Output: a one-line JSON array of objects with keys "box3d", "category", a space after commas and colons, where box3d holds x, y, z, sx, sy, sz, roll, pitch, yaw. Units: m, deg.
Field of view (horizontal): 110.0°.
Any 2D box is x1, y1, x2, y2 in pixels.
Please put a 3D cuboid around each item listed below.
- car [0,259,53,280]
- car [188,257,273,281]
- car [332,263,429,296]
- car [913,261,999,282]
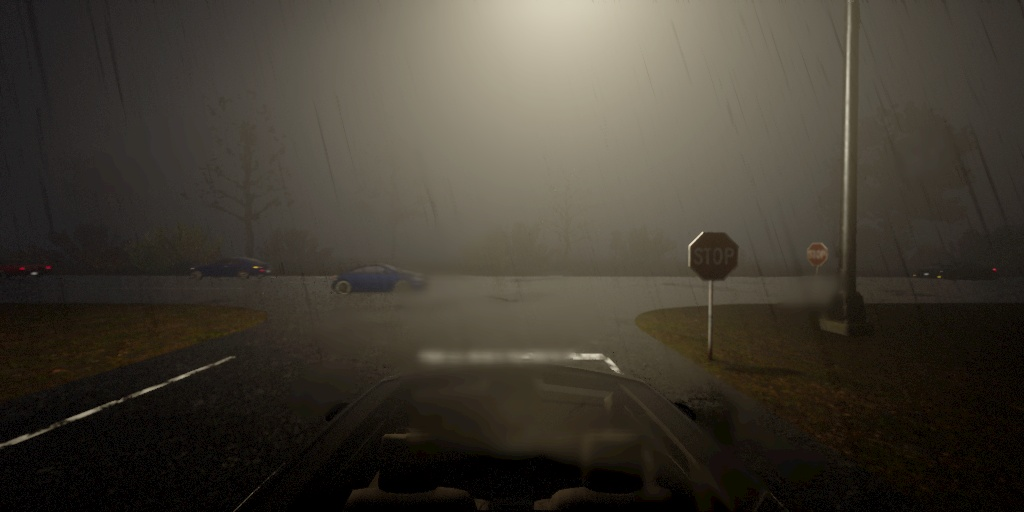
[{"box3d": [-32.724, 0.814, 22.841, 4.718, 1.301, 1.895, 0, 1, -2], "category": "car"}, {"box3d": [-18.159, 0.803, 23.274, 4.674, 1.442, 1.812, 0, 1, -2], "category": "car"}, {"box3d": [-5.998, 1.032, 16.618, 4.181, 1.385, 1.994, 0, 1, -1], "category": "car"}, {"box3d": [30.399, 1.043, 24.632, 4.181, 1.385, 1.994, 0, 1, -2], "category": "car"}]
